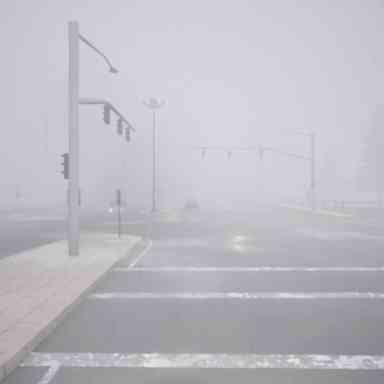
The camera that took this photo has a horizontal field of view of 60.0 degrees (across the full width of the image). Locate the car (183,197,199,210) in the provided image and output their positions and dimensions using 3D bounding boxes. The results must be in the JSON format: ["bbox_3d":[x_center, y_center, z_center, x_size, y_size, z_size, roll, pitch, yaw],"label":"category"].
[{"bbox_3d":[-0.023,1.591,43.486,1.812,1.442,4.674,0,0,0],"label":"car"}]

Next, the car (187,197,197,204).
[{"bbox_3d":[-0.036,1.667,68.920,1.994,1.385,4.181,0,0,0],"label":"car"}]

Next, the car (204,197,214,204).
[{"bbox_3d":[3.464,1.704,68.953,1.895,1.301,4.718,0,0,0],"label":"car"}]

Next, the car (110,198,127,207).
[{"bbox_3d":[-11.593,1.679,52.473,1.895,1.301,4.718,0,0,0],"label":"car"}]
